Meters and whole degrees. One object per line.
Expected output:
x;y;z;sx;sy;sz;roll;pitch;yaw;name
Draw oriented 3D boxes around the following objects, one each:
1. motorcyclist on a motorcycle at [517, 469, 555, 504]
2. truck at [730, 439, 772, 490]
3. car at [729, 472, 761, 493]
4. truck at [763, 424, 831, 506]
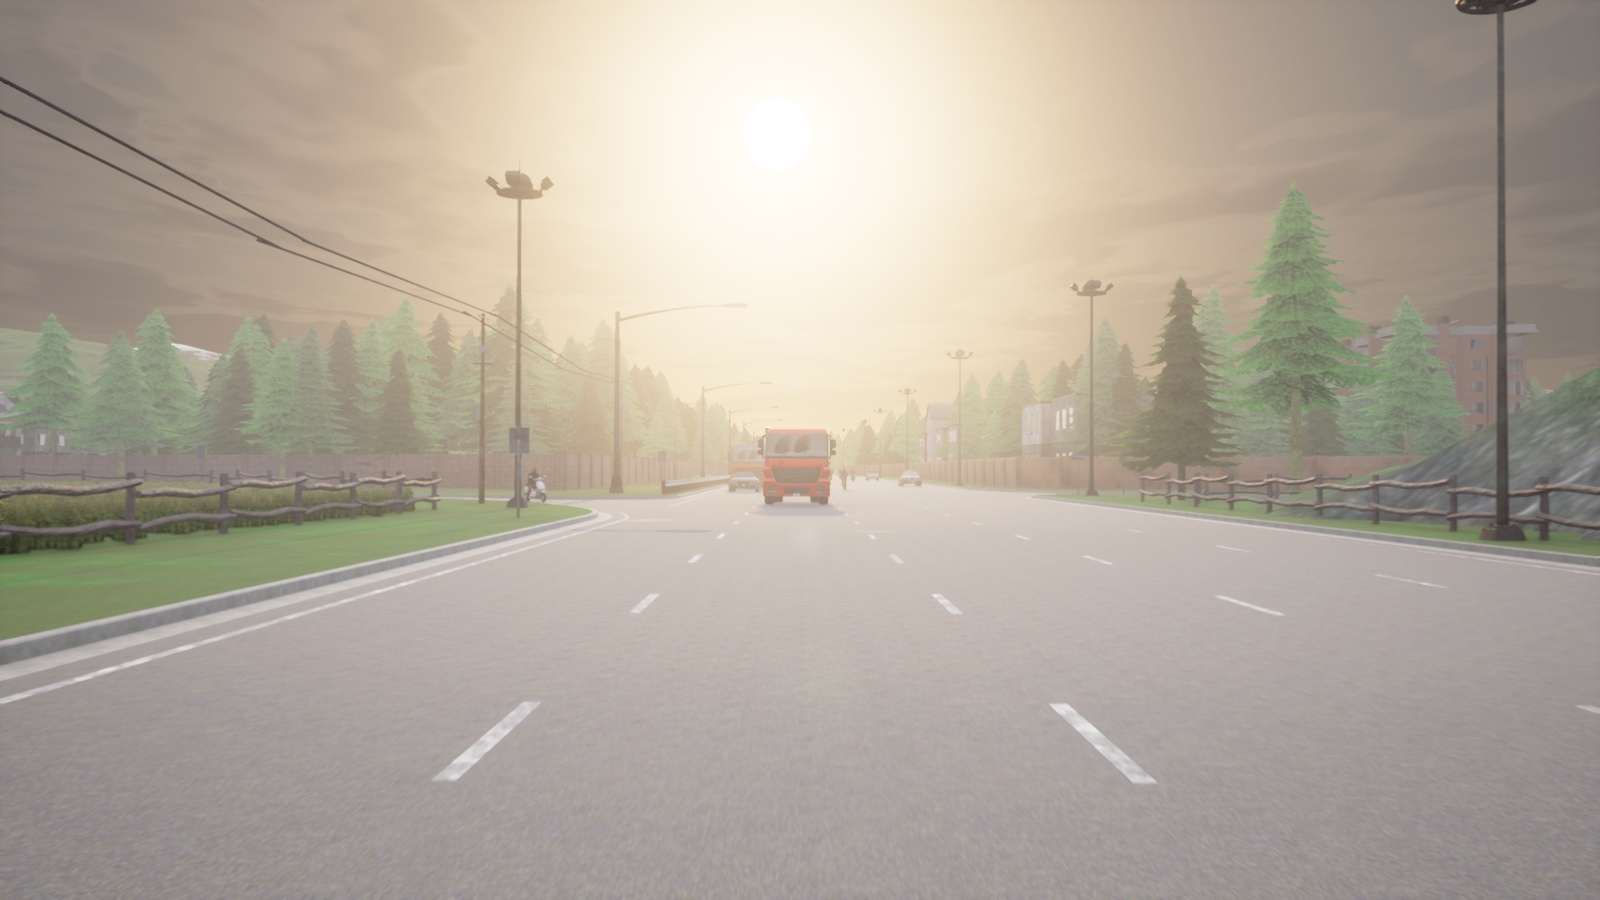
-12.218;1.685;58.067;1.817;1.590;0.866;-1;-1;45;motorcyclist on a motorcycle
-3.740;1.129;97.763;2.891;3.827;8.468;0;-1;0;truck
-3.704;2.162;84.735;1.994;1.385;4.181;0;-1;0;car
-0.143;0.693;57.508;2.891;3.462;7.936;0;-1;0;truck
